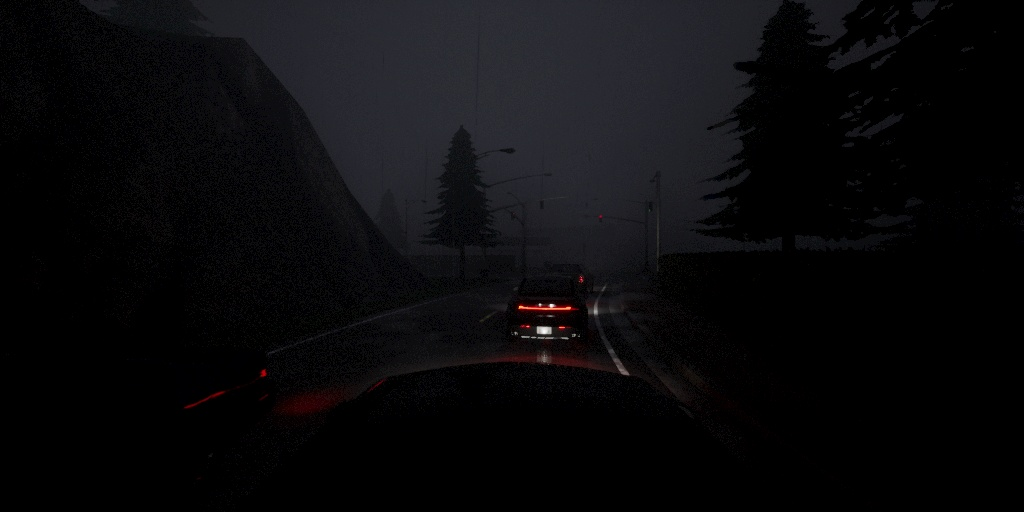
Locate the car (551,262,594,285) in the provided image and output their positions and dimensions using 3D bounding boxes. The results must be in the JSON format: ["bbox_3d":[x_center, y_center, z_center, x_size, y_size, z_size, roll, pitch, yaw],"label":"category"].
[{"bbox_3d":[3.022,1.102,18.558,2.097,1.767,4.553,0,0,17],"label":"car"}]

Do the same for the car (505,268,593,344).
[{"bbox_3d":[1.020,1.255,9.637,1.837,1.490,4.892,0,0,9],"label":"car"}]

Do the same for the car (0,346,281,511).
[{"bbox_3d":[-3.497,1.297,1.529,2.033,1.411,5.357,0,0,1],"label":"car"}]
